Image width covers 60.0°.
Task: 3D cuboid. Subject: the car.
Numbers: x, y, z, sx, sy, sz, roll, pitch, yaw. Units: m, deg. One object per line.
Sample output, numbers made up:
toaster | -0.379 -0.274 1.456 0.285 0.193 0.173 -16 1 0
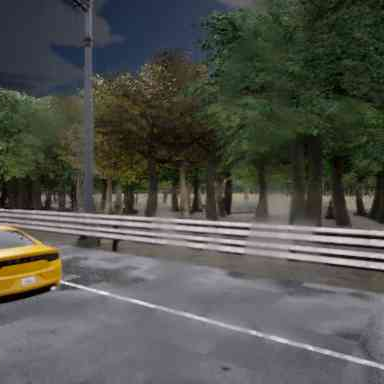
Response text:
car | -5.036 1.490 7.579 5.008 1.535 1.882 0 0 35
